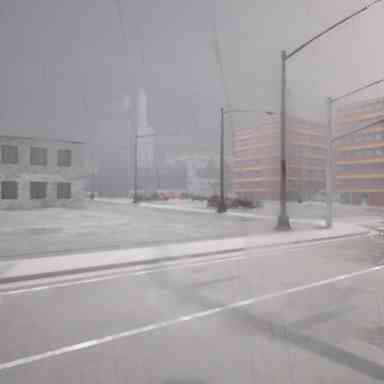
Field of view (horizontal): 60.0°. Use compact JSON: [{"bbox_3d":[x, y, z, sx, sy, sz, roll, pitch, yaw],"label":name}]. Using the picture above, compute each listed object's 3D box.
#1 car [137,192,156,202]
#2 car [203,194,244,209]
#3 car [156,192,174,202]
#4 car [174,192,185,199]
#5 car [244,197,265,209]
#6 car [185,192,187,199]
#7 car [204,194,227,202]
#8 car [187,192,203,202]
[{"bbox_3d":[-8.850,1.063,60.443,1.994,1.385,4.181,0,1,-34],"label":"car"},{"bbox_3d":[3.890,1.230,41.805,2.097,1.767,4.553,0,1,-35],"label":"car"},{"bbox_3d":[-5.996,0.867,62.465,2.097,1.767,4.553,0,1,-34],"label":"car"},{"bbox_3d":[-4.142,0.721,72.130,2.097,1.767,4.553,0,0,-35],"label":"car"},{"bbox_3d":[7.287,1.404,43.045,2.128,1.511,4.902,0,1,-34],"label":"car"},{"bbox_3d":[-1.260,0.740,74.117,2.097,1.767,4.553,0,0,-35],"label":"car"},{"bbox_3d":[4.641,1.139,65.554,1.837,1.490,4.892,0,1,-35],"label":"car"},{"bbox_3d":[1.759,1.106,63.567,2.128,1.511,4.902,0,1,-35],"label":"car"}]
